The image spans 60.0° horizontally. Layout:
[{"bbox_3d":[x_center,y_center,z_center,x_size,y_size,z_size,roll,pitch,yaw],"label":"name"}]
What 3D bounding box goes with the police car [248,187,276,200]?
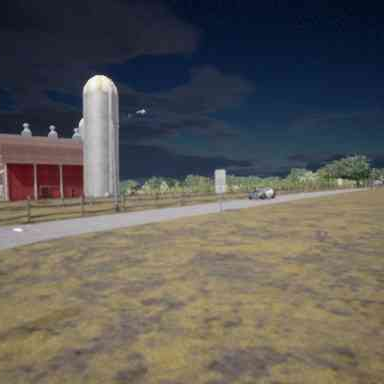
[{"bbox_3d":[8.666,0.157,41.347,2.038,1.542,4.974,-1,1,35],"label":"police car"}]
